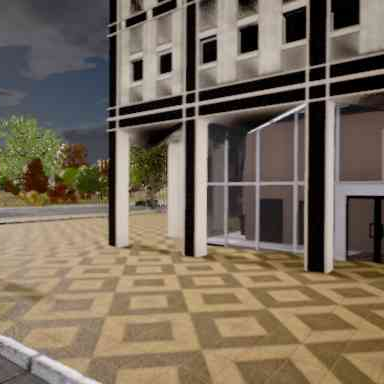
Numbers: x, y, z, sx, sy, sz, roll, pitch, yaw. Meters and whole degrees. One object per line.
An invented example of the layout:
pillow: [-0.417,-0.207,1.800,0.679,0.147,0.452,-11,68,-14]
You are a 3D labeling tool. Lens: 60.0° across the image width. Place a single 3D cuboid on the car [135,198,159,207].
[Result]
car: [-7.518,1.735,55.272,1.994,1.385,4.181,1,0,39]
